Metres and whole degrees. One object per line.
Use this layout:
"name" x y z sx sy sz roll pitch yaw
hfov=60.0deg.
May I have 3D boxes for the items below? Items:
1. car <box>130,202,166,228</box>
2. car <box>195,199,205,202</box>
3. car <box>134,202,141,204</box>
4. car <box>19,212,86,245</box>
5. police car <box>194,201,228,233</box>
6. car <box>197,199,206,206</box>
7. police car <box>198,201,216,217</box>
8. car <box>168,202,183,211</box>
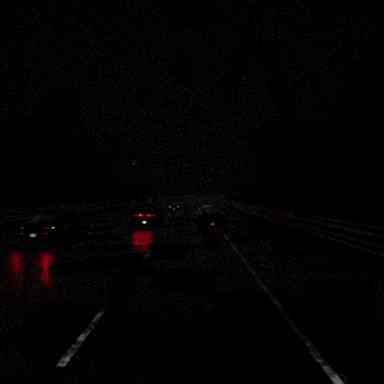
"car" -3.152 1.783 24.793 1.837 1.490 4.892 0 -1 1
"car" 1.465 1.710 31.681 2.097 1.767 4.553 0 -1 2
"car" -6.233 1.929 40.738 1.882 1.535 5.008 0 -1 2
"car" -6.790 1.710 16.583 1.812 1.442 4.674 0 -1 1
"police car" 1.248 1.674 21.899 1.930 1.638 5.238 0 -1 1
"car" 2.132 2.238 71.992 1.812 1.442 4.674 0 -1 4
"police car" 1.641 1.853 37.772 1.930 1.638 5.238 0 -1 2
"car" -2.438 2.155 49.541 1.895 1.301 4.718 0 -1 2
